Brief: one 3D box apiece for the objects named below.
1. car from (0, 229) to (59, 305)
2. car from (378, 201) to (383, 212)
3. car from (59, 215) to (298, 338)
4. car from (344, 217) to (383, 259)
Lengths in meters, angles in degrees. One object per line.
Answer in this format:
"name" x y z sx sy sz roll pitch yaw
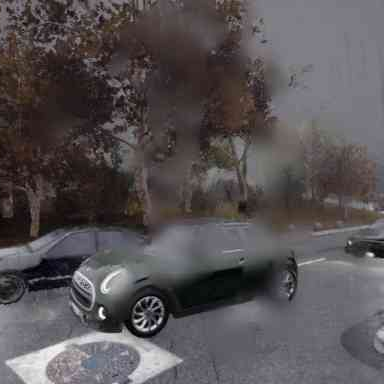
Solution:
"car" -2.669 1.551 8.180 5.357 1.411 2.033 0 0 -30
"car" 25.946 1.970 43.469 1.837 1.490 4.892 0 0 13
"car" -0.019 1.361 6.714 4.553 1.767 2.097 0 0 -32
"car" 7.685 1.626 12.242 5.357 1.411 2.033 1 -1 -40
